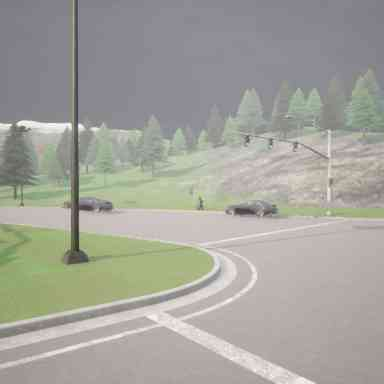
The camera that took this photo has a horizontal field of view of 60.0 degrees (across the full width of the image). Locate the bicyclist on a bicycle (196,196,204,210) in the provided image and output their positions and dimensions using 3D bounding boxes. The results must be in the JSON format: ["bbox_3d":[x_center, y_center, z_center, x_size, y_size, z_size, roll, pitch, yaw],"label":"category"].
[{"bbox_3d":[0.929,1.302,38.432,0.582,1.620,1.656,0,0,34],"label":"bicyclist on a bicycle"}]

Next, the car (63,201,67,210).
[{"bbox_3d":[-13.933,1.352,41.724,4.553,1.767,2.097,0,0,21],"label":"car"}]

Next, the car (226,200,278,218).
[{"bbox_3d":[5.352,1.491,30.137,4.902,1.511,2.128,0,0,38],"label":"car"}]

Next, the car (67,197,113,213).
[{"bbox_3d":[-10.924,1.491,36.639,4.902,1.511,2.128,0,0,28],"label":"car"}]
